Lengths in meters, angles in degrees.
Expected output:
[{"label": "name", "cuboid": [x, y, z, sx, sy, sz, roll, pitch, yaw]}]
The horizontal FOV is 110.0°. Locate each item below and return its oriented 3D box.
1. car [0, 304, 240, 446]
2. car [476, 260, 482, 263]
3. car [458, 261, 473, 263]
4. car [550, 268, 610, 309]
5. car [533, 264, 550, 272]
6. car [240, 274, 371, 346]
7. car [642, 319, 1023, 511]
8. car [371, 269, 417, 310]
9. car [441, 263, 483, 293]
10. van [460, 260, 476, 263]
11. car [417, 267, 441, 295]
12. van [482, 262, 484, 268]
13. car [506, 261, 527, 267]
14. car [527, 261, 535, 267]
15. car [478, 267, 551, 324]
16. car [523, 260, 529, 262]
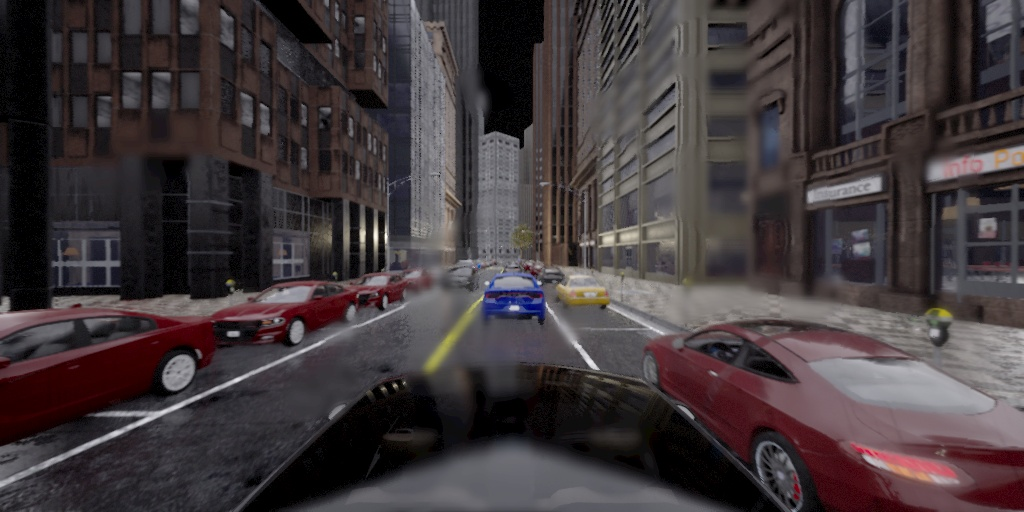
[{"label": "car", "cuboid": [-5.669, 1.313, 3.922, 1.888, 1.381, 4.507, 0, 0, 0]}, {"label": "car", "cuboid": [-5.670, 1.542, 48.919, 1.967, 1.591, 4.097, 0, 0, 0]}, {"label": "car", "cuboid": [-5.669, 1.573, 37.670, 2.007, 1.370, 4.403, 0, 0, 0]}, {"label": "car", "cuboid": [2.857, 1.382, 15.347, 1.751, 1.417, 4.829, 0, 0, 0]}, {"label": "car", "cuboid": [2.856, 1.492, 26.426, 2.007, 1.370, 4.403, 0, 0, 0]}, {"label": "car", "cuboid": [-5.669, 1.358, 9.547, 1.888, 1.381, 4.507, 0, 0, 0]}, {"label": "car", "cuboid": [2.857, 1.350, 3.928, 1.802, 1.307, 4.207, 0, 0, 0]}, {"label": "car", "cuboid": [-5.669, 1.401, 15.172, 1.888, 1.381, 4.507, 0, 0, 0]}, {"label": "car", "cuboid": [-3.094, 1.416, 22.349, 1.837, 1.490, 4.892, 0, 0, 0]}, {"label": "van", "cuboid": [-5.669, 1.403, 43.294, 1.690, 1.789, 3.998, 0, 0, 0]}, {"label": "car", "cuboid": [-5.669, 1.444, 20.796, 1.888, 1.381, 4.507, 0, 0, 0]}, {"label": "van", "cuboid": [-5.670, 1.481, 54.544, 1.690, 1.789, 3.998, 0, 0, 0]}, {"label": "car", "cuboid": [0.099, 1.507, 36.737, 2.128, 1.511, 4.902, 0, 0, 0]}, {"label": "car", "cuboid": [2.856, 1.568, 37.674, 1.888, 1.381, 4.507, 0, 0, 0]}, {"label": "car", "cuboid": [0.049, 1.313, 12.449, 1.882, 1.535, 5.008, 0, 0, 0]}, {"label": "car", "cuboid": [2.856, 1.685, 54.548, 1.888, 1.381, 4.507, 0, 0, 0]}]
